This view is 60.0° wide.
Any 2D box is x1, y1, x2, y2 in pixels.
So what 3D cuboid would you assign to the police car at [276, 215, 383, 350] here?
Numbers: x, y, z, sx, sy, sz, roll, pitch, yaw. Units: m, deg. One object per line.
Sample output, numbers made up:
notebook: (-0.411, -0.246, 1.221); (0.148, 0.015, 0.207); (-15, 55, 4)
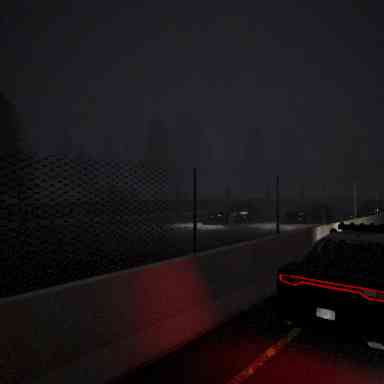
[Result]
police car: (3.464, 1.422, 6.410); (1.930, 1.638, 5.238); (0, 0, 40)
